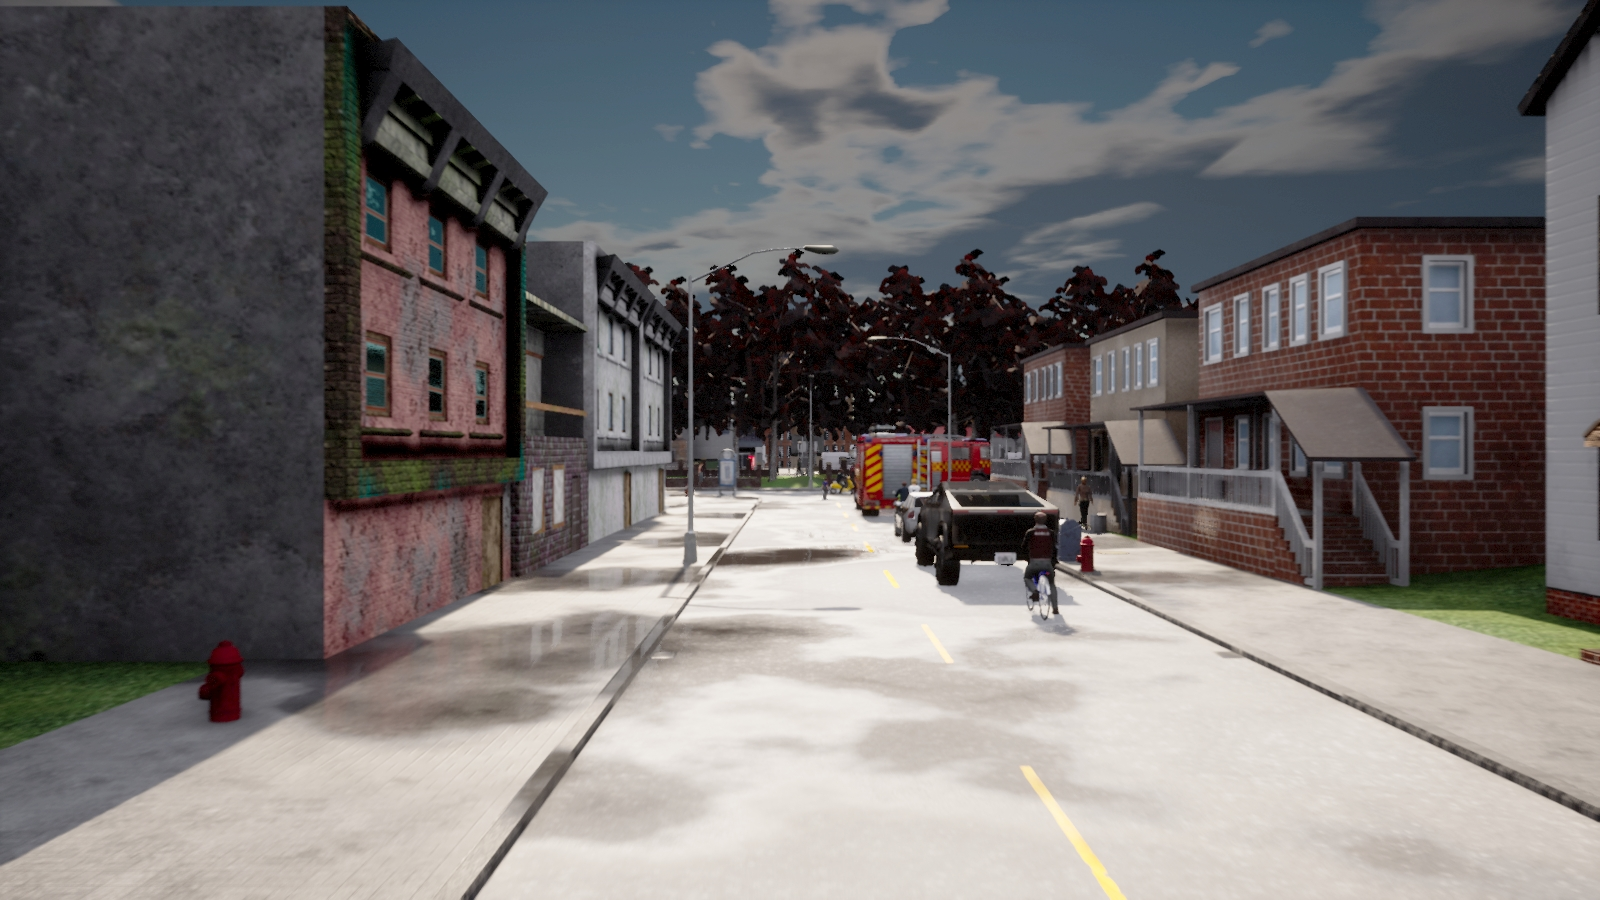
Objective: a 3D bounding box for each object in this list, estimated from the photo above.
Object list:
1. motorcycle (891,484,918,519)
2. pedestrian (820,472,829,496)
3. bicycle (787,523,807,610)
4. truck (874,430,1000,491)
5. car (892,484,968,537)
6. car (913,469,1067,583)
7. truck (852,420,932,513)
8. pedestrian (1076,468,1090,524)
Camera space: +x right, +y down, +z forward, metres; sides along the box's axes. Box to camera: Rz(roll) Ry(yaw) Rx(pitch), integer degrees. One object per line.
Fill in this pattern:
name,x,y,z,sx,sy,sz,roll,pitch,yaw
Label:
motorcycle,4.005,1.963,43.879,0.856,1.236,1.805,0,0,0
pedestrian,1.377,1.910,64.253,0.375,1.300,0.375,0,0,-38
bicycle,-0.046,1.940,19.320,0.329,1.271,1.835,0,0,0
truck,9.139,0.672,75.486,8.468,3.827,2.891,0,0,-34
car,4.004,1.845,35.760,1.970,1.475,3.806,0,0,0
car,4.002,1.534,25.365,2.390,2.098,6.274,0,0,0
truck,3.999,0.672,51.424,2.891,3.827,8.468,0,0,0
pedestrian,9.391,1.525,37.900,0.375,1.860,0.375,0,0,-3
